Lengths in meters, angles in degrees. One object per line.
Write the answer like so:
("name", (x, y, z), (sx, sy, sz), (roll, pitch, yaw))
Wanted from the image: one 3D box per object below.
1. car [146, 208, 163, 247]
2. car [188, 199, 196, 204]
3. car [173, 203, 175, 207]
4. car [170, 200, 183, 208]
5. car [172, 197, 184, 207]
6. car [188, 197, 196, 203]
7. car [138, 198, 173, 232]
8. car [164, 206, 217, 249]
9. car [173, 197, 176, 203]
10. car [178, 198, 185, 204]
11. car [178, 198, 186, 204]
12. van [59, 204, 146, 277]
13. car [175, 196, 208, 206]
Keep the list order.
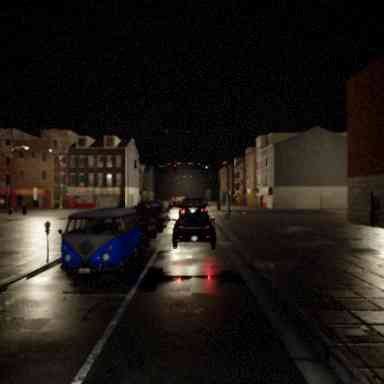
("car", (-2.647, 1.678, 15.705), (1.887, 1.381, 4.507), (0, 0, 0))
("car", (-0.025, 2.354, 82.890), (1.895, 1.301, 4.718), (0, -1, 0))
("car", (-2.651, 1.773, 26.573), (1.887, 1.381, 4.507), (0, 0, 0))
("car", (-2.661, 2.088, 58.407), (1.947, 1.339, 4.313), (0, -1, 0))
("car", (-2.664, 1.890, 63.837), (2.192, 1.841, 5.009), (0, -1, 0))
("car", (-0.028, 2.237, 93.698), (2.128, 1.511, 4.902), (0, -1, 0))
("car", (-2.651, 1.495, 21.141), (2.192, 1.841, 5.009), (0, 0, 0))
("car", (0.093, 1.621, 15.319), (2.128, 1.511, 4.902), (0, -1, 0))
("car", (-2.661, 1.785, 52.983), (2.192, 1.841, 5.009), (0, -1, 0))
("car", (-2.670, 2.318, 85.371), (1.752, 1.417, 4.829), (0, -1, 0))
("car", (-2.671, 2.417, 90.968), (1.947, 1.339, 4.313), (0, -1, 0))
("van", (-2.647, 1.428, 10.273), (1.690, 1.788, 3.998), (0, 0, 0))
("car", (0.092, 1.445, 26.094), (2.150, 2.045, 5.566), (0, -1, 0))
